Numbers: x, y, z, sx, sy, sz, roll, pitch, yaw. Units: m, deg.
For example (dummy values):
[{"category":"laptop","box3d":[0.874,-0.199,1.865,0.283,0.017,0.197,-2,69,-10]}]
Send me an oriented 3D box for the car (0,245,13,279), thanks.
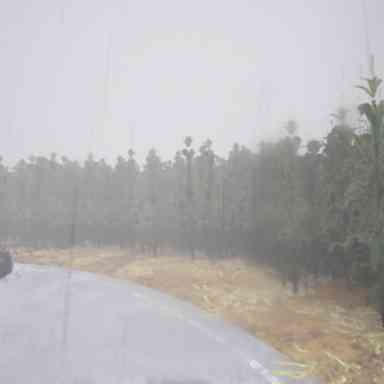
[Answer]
[{"category":"car","box3d":[-6.852,1.685,8.650,4.181,1.385,1.994,-1,0,19]}]
